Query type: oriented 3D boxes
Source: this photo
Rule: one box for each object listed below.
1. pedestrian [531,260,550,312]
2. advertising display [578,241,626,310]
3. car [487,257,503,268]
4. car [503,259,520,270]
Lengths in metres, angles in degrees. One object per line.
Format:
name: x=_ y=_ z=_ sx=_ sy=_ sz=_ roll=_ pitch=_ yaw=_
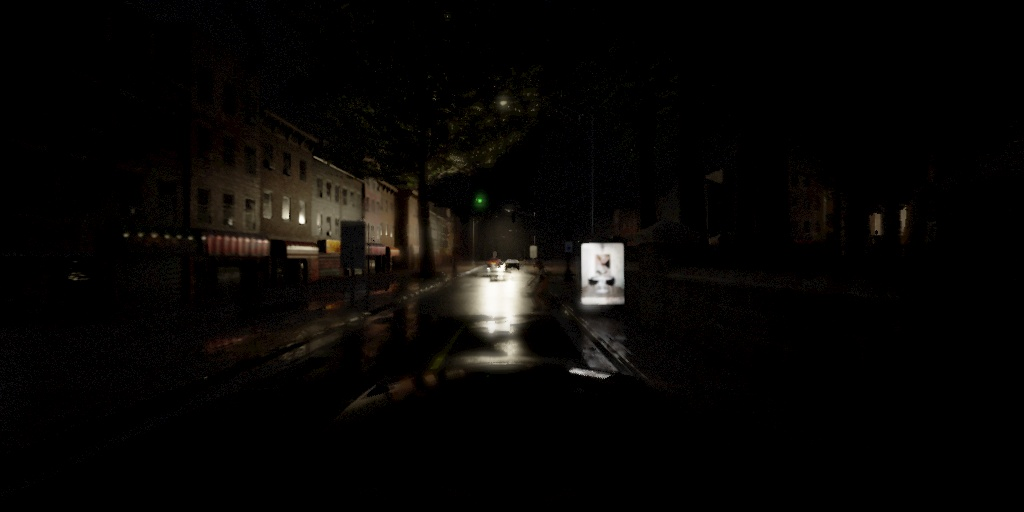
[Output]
pedestrian: x=0.970 y=0.994 z=12.227 sx=0.375 sy=1.860 sz=0.375 roll=1 pitch=0 yaw=-10
advertising display: x=3.009 y=0.727 z=11.939 sx=1.540 sy=2.440 sz=0.280 roll=0 pitch=0 yaw=0
car: x=-2.804 y=1.044 z=56.550 sx=1.812 sy=1.442 sz=4.674 roll=0 pitch=0 yaw=1
car: x=0.068 y=1.147 z=48.145 sx=1.895 sy=1.301 sz=4.718 roll=0 pitch=0 yaw=0
